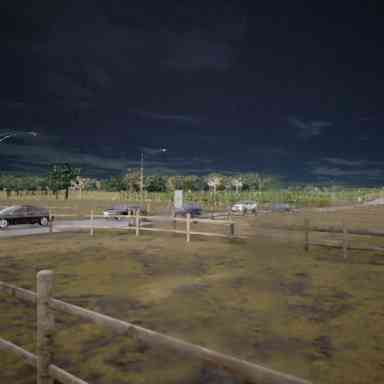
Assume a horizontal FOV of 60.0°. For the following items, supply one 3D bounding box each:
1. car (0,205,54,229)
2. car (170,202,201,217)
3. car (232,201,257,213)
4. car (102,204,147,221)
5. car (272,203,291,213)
[{"bbox_3d":[-12.503,1.748,24.108,1.837,1.490,4.892,1,-1,35],"label":"car"},{"bbox_3d":[-0.768,2.058,40.735,2.097,1.767,4.553,1,-1,35],"label":"car"},{"bbox_3d":[8.564,2.410,53.807,2.150,2.045,5.566,1,-1,35],"label":"car"},{"bbox_3d":[-6.523,1.959,32.585,2.128,1.511,4.902,1,-1,35],"label":"car"},{"bbox_3d":[16.060,2.779,59.498,2.097,1.767,4.553,1,-1,35],"label":"car"}]
